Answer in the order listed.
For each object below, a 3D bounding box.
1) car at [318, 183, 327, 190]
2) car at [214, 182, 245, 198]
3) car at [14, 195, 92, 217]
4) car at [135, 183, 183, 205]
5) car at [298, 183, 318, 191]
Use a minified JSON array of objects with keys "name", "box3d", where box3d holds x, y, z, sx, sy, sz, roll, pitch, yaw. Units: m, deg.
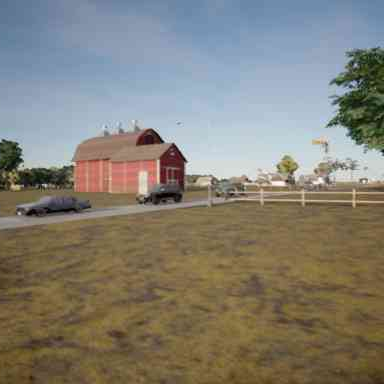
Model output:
[{"name":"car","box3d":[28.339,-1.205,73.130,1.837,1.490,4.892,0,2,35]},{"name":"car","box3d":[5.225,-0.336,45.510,2.150,2.045,5.566,0,2,36]},{"name":"car","box3d":[-9.927,0.937,24.260,2.033,1.411,5.357,0,2,35]},{"name":"car","box3d":[-3.203,0.180,33.690,2.150,2.045,5.566,0,2,37]},{"name":"car","box3d":[22.000,-0.833,64.053,2.033,1.411,5.357,0,2,35]}]
